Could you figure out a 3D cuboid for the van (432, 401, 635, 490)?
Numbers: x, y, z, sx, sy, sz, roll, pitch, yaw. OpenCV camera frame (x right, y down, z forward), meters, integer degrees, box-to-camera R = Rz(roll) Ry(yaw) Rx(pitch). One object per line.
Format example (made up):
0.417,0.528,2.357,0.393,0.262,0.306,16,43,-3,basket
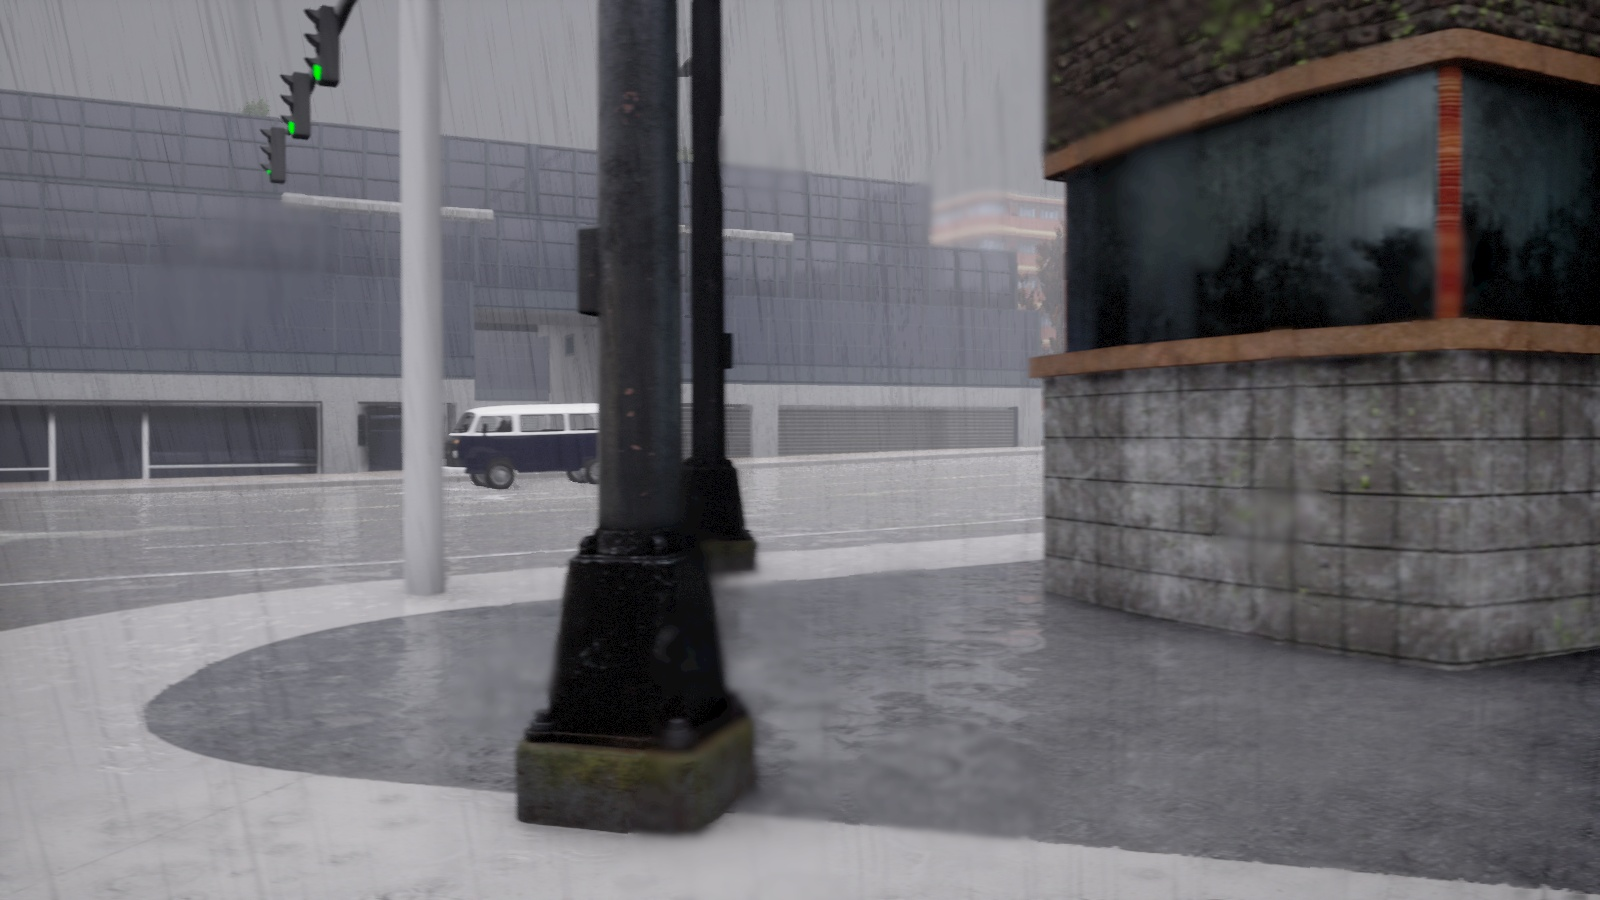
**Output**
-6.563,-0.159,30.997,4.480,2.038,2.069,-1,2,-28,van
